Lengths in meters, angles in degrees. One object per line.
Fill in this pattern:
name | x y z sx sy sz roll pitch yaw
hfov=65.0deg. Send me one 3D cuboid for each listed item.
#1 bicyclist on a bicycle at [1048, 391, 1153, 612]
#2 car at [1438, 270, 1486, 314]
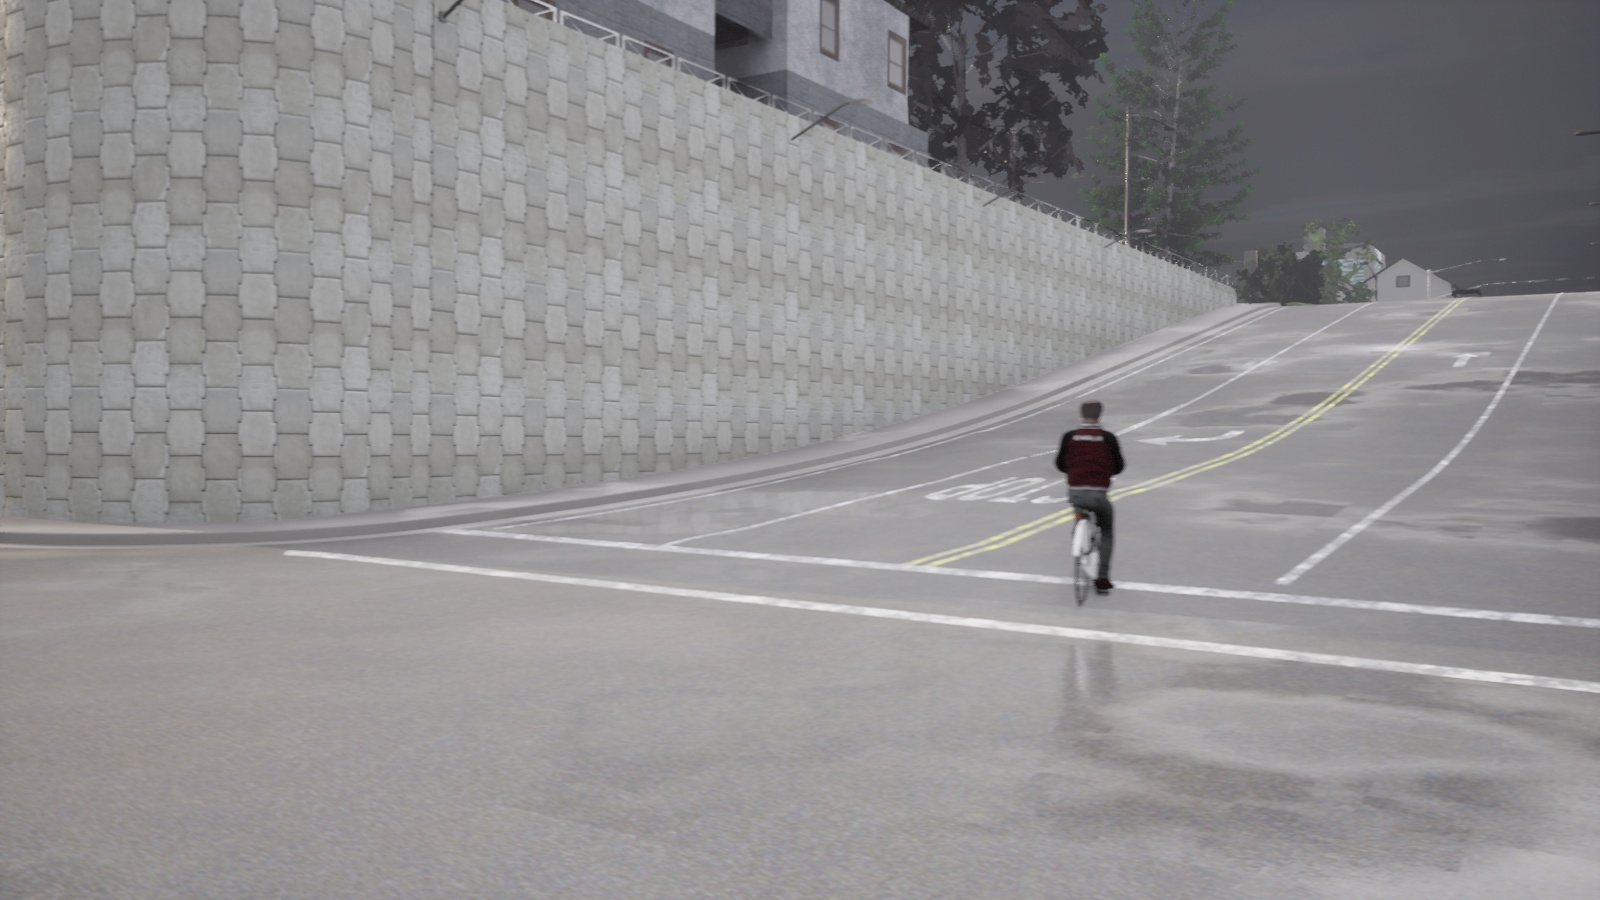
bicyclist on a bicycle | 2.709 0.380 11.205 0.659 1.776 1.843 0 4 21
car | 35.946 -8.525 68.099 1.905 1.878 3.866 0 1 34
